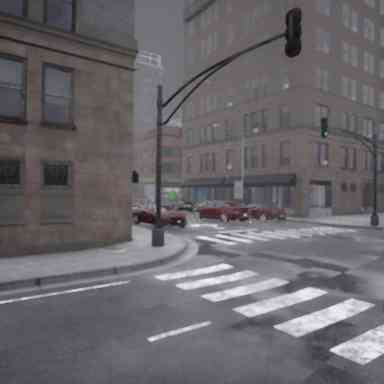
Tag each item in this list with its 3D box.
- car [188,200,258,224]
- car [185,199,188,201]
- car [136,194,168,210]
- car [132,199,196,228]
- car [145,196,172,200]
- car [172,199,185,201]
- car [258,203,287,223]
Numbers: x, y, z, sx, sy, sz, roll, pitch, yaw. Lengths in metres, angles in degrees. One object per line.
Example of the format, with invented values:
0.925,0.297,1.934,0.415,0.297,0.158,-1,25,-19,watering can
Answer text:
2.091,1.351,24.057,1.882,1.535,5.008,1,0,-36,car
1.732,1.399,29.327,2.008,1.369,4.403,2,0,-36,car
-4.665,1.132,38.286,1.967,1.590,4.097,2,0,-36,car
-2.002,1.344,19.891,1.887,1.381,4.507,2,0,-36,car
-4.041,1.227,27.307,2.128,1.511,4.902,1,0,-36,car
-1.469,1.336,33.806,1.947,1.339,4.313,2,0,-36,car
4.932,1.472,24.848,1.887,1.381,4.507,2,0,-36,car
